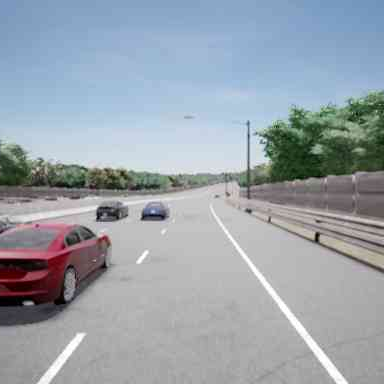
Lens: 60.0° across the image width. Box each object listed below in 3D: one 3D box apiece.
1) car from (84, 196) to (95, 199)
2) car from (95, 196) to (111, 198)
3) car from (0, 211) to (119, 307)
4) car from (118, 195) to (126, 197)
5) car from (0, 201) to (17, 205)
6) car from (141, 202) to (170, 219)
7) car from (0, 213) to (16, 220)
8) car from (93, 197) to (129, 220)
[{"bbox_3d":[-22.212,1.542,72.666,1.812,1.442,4.674,0,0,4],"label":"car"},{"bbox_3d":[-18.719,1.504,72.441,1.882,1.535,5.008,0,0,4],"label":"car"},{"bbox_3d":[-3.353,1.457,8.058,1.882,1.535,5.008,0,0,0],"label":"car"},{"bbox_3d":[-15.227,1.535,72.214,1.837,1.490,4.892,0,0,4],"label":"car"},{"bbox_3d":[-17.174,1.488,30.085,2.033,1.411,5.357,0,0,2],"label":"car"},{"bbox_3d":[-3.017,1.521,28.152,1.994,1.385,4.181,0,0,1],"label":"car"},{"bbox_3d":[-6.821,1.461,11.271,2.128,1.511,4.902,0,0,1],"label":"car"},{"bbox_3d":[-6.533,1.458,27.633,1.837,1.490,4.892,0,0,1],"label":"car"}]
